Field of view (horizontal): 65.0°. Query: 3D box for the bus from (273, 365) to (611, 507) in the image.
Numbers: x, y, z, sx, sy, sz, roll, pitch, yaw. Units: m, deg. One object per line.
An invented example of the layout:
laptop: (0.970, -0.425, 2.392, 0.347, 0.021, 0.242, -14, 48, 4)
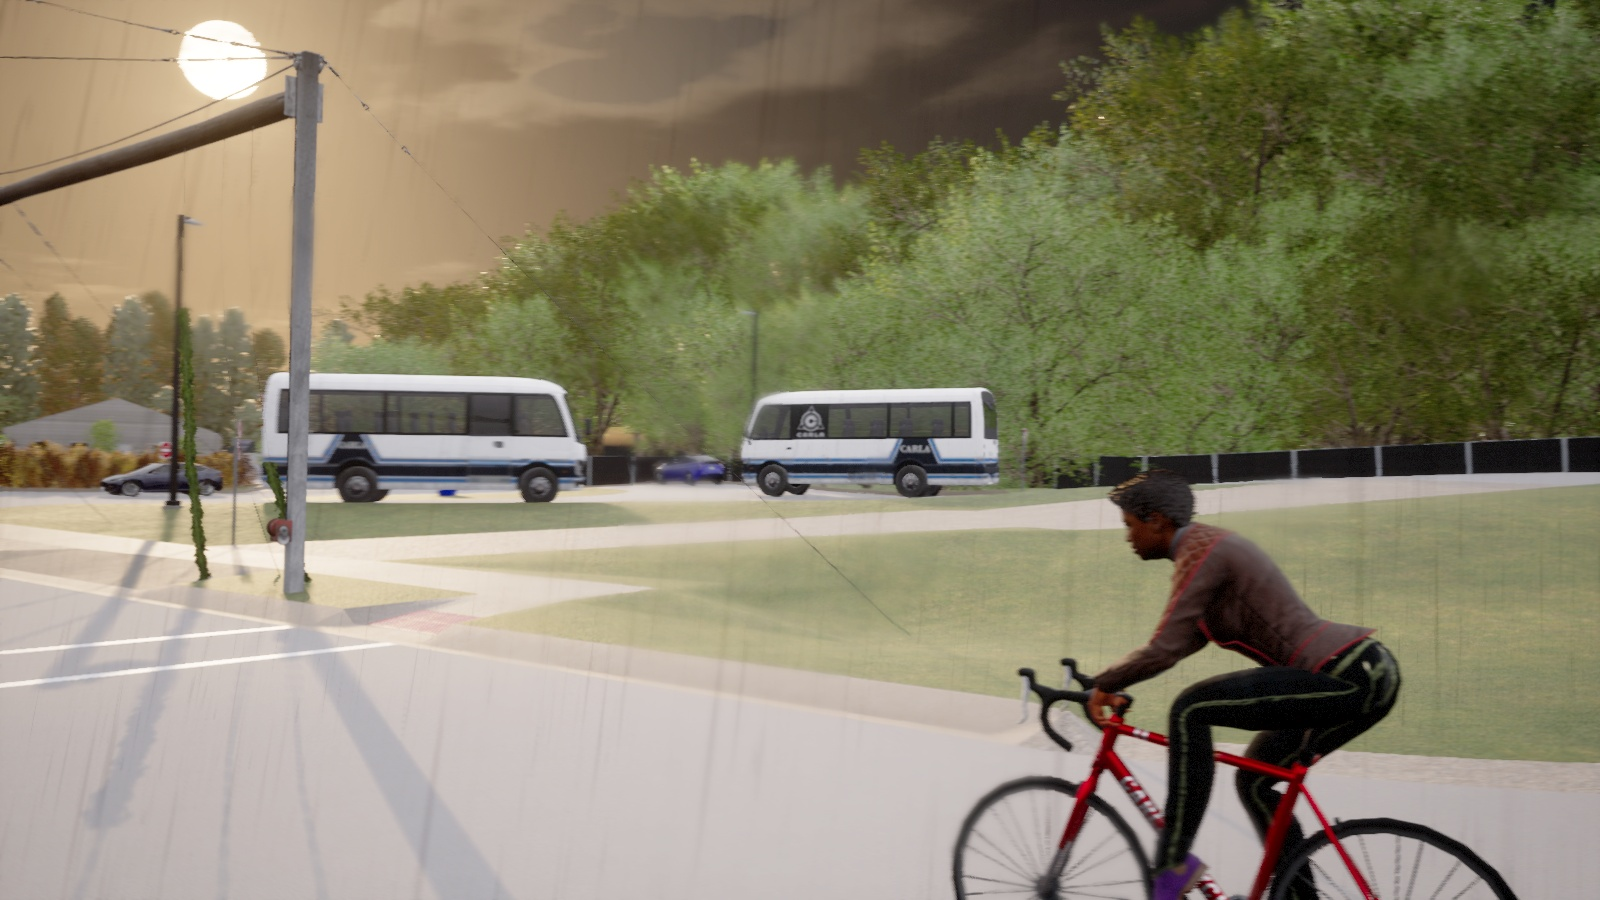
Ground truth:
bus: (-11.539, -0.405, 41.688, 10.273, 4.253, 3.944, 1, 0, -10)

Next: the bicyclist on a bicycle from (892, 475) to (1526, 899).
bicyclist on a bicycle: (1.143, 0.890, 3.642, 1.656, 1.620, 0.582, 0, -2, 30)

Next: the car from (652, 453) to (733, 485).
car: (-5.456, 0.941, 63.468, 2.007, 1.525, 4.514, 1, 0, -37)

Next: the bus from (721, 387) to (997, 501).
bus: (2.379, -0.226, 50.171, 10.273, 4.253, 3.944, 0, 0, 20)

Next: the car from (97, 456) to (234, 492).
car: (-27.378, 1.044, 54.271, 2.163, 1.488, 4.792, 0, -1, 44)
